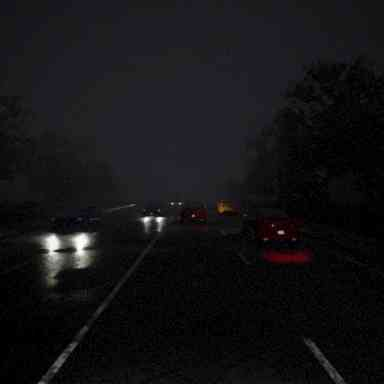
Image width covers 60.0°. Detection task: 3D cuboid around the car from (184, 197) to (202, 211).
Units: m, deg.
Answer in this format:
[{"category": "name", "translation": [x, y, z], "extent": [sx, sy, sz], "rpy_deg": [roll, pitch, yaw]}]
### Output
[{"category": "car", "translation": [0.093, 1.504, 42.907], "extent": [2.128, 1.511, 4.902], "rpy_deg": [0, 0, 0]}]

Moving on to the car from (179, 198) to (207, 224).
[{"category": "car", "translation": [0.096, 1.485, 25.232], "extent": [1.882, 1.535, 5.008], "rpy_deg": [0, 0, 0]}]

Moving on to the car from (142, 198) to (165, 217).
[{"category": "car", "translation": [-3.605, 1.557, 32.284], "extent": [2.033, 1.411, 5.357], "rpy_deg": [0, 0, 0]}]

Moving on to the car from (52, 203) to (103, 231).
[{"category": "car", "translation": [-7.104, 1.484, 21.033], "extent": [1.882, 1.535, 5.008], "rpy_deg": [0, 0, 0]}]

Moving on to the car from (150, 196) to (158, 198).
[{"category": "car", "translation": [-7.018, 1.544, 62.009], "extent": [1.812, 1.442, 4.674], "rpy_deg": [0, 0, 1]}]

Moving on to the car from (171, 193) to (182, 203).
[{"category": "car", "translation": [-3.361, 1.227, 72.393], "extent": [2.150, 2.045, 5.566], "rpy_deg": [0, 0, 1]}]

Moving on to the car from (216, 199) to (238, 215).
[{"category": "car", "translation": [3.593, 1.488, 34.107], "extent": [1.882, 1.535, 5.008], "rpy_deg": [0, 0, 0]}]

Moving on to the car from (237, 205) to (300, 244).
[{"category": "car", "translation": [3.596, 1.482, 15.929], "extent": [1.882, 1.535, 5.008], "rpy_deg": [0, 0, 0]}]
